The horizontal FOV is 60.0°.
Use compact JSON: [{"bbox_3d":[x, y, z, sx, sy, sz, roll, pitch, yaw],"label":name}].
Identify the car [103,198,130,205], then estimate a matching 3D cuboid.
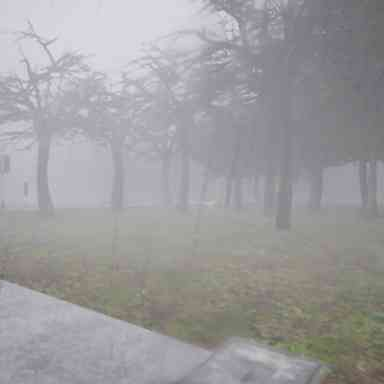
[{"bbox_3d":[-14.519,1.704,64.244,2.033,1.411,5.357,-1,-1,37],"label":"car"}]
